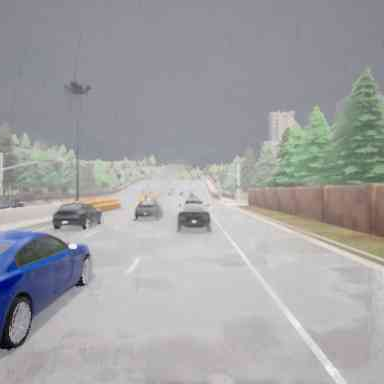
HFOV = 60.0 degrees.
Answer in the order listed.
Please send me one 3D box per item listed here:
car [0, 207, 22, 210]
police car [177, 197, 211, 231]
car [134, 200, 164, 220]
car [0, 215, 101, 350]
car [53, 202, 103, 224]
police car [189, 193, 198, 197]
[{"bbox_3d":[-17.471,1.411,31.382,1.994,1.385,4.181,0,0,0],"label":"car"},{"bbox_3d":[0.120,1.341,20.155,1.930,1.638,5.238,0,0,0],"label":"police car"},{"bbox_3d":[-3.372,1.375,26.536,2.128,1.511,4.902,0,0,0],"label":"car"},{"bbox_3d":[-3.395,1.447,6.208,1.882,1.535,5.008,0,0,0],"label":"car"},{"bbox_3d":[-6.879,1.409,20.429,1.837,1.490,4.892,0,0,0],"label":"car"},{"bbox_3d":[0.142,1.257,40.190,1.930,1.638,5.238,0,0,0],"label":"police car"}]
